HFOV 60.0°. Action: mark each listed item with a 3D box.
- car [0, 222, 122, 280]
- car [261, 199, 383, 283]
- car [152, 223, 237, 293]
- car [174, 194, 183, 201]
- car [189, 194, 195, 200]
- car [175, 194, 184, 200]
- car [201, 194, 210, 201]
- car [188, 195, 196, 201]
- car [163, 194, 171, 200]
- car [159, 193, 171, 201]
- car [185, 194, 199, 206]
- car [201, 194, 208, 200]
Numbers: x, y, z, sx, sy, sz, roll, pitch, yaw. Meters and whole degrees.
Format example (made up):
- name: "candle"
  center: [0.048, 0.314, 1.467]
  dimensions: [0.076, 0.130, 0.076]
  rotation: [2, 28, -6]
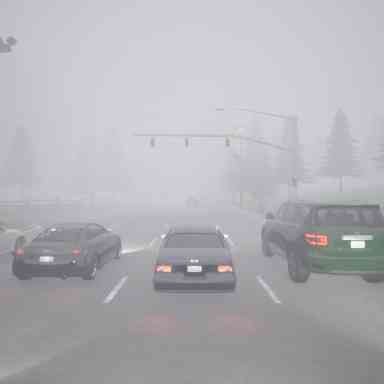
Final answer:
- name: "car"
  center: [-3.433, 1.564, 9.921]
  dimensions: [1.994, 1.385, 4.181]
  rotation: [0, 0, 1]
- name: "car"
  center: [3.572, 1.221, 9.816]
  dimensions: [2.150, 2.045, 5.566]
  rotation: [0, 0, 0]
- name: "car"
  center: [0.067, 1.547, 8.996]
  dimensions: [2.033, 1.411, 5.357]
  rotation: [0, 0, 0]
- name: "car"
  center: [-3.492, 1.517, 84.095]
  dimensions: [1.812, 1.442, 4.674]
  rotation: [0, 0, 0]
- name: "car"
  center: [0.009, 1.310, 94.098]
  dimensions: [1.882, 1.535, 5.008]
  rotation: [0, 0, 0]
- name: "car"
  center: [-3.491, 1.358, 94.098]
  dimensions: [2.128, 1.511, 4.902]
  rotation: [0, 0, 0]
- name: "car"
  center: [3.508, 1.492, 83.677]
  dimensions: [1.837, 1.490, 4.892]
  rotation: [0, 0, 0]
- name: "car"
  center: [0.008, 1.531, 83.678]
  dimensions: [2.033, 1.411, 5.357]
  rotation: [0, 0, 0]
- name: "car"
  center: [-6.991, 1.385, 94.098]
  dimensions: [1.994, 1.385, 4.181]
  rotation: [0, 0, 0]
- name: "car"
  center: [-6.992, 1.217, 83.708]
  dimensions: [2.150, 2.045, 5.566]
  rotation: [0, 0, 0]
- name: "car"
  center: [0.003, 1.352, 53.035]
  dimensions: [2.097, 1.767, 4.553]
  rotation: [0, 0, 0]
- name: "car"
  center: [3.509, 1.310, 94.097]
  dimensions: [1.882, 1.535, 5.008]
  rotation: [0, 0, 0]
